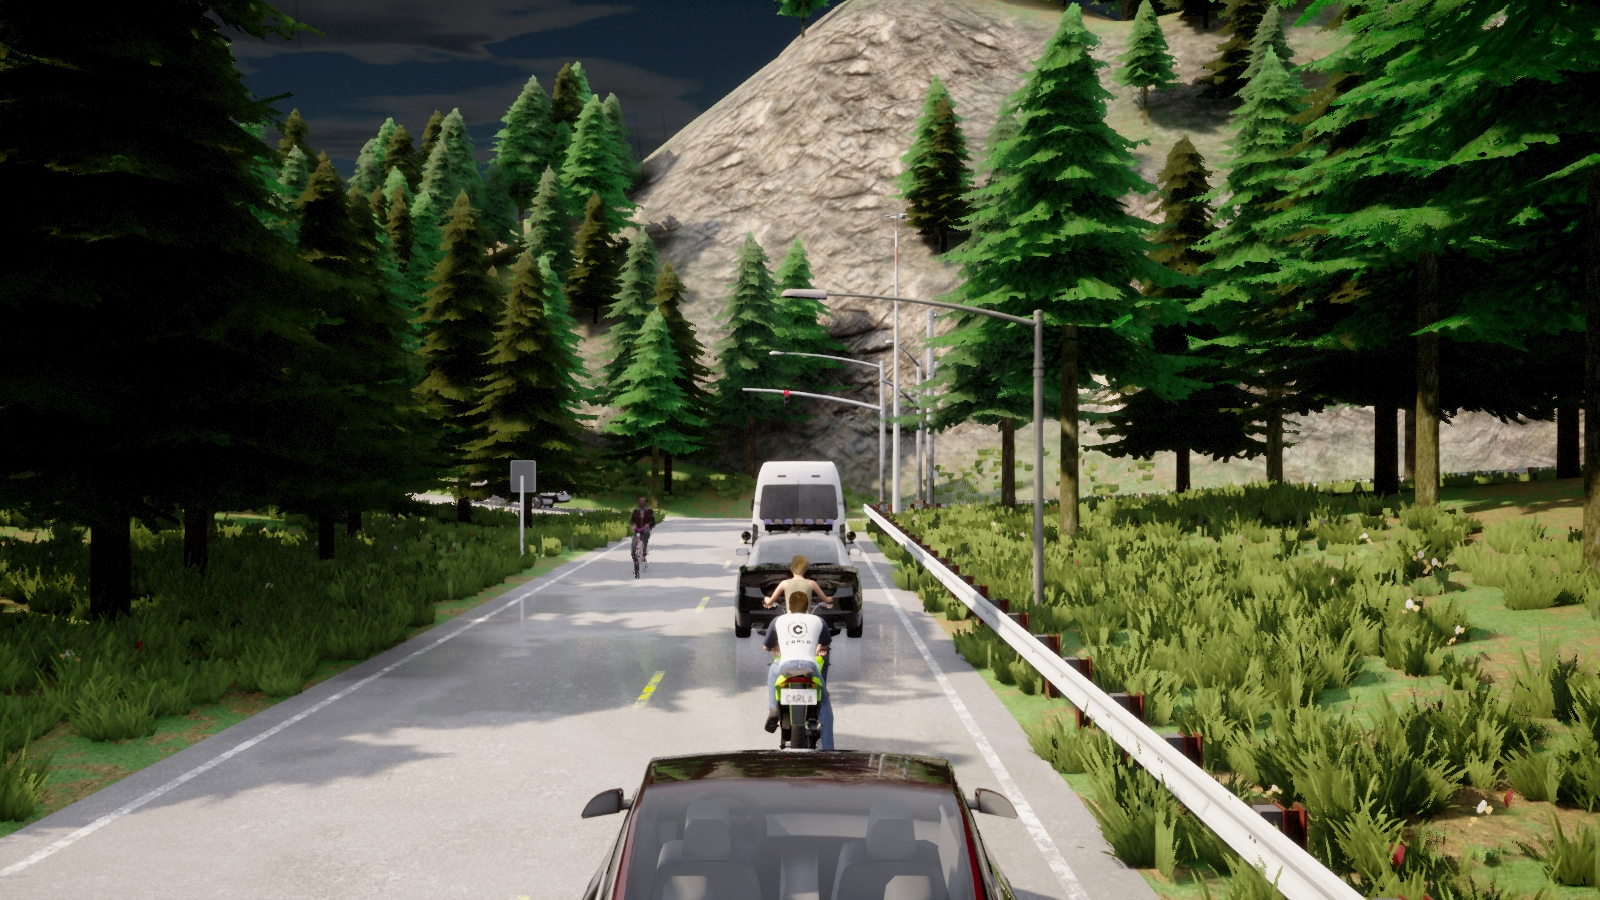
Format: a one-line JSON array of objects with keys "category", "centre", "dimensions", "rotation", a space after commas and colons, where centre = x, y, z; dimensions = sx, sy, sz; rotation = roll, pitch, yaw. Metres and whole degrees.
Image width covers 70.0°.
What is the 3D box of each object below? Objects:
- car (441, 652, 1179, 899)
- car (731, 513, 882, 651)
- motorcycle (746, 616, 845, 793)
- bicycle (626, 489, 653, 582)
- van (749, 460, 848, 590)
[{"category": "car", "centre": [0.027, 2.063, 5.080], "dimensions": [2.163, 1.488, 4.792], "rotation": [0, 0, 0]}, {"category": "car", "centre": [0.090, 1.982, 18.501], "dimensions": [2.097, 1.638, 5.238], "rotation": [0, 0, 0]}, {"category": "motorcycle", "centre": [-0.033, 2.213, 10.287], "dimensions": [0.803, 1.145, 2.033], "rotation": [0, 0, 0]}, {"category": "bicycle", "centre": [-3.512, 1.836, 25.088], "dimensions": [0.329, 1.919, 1.835], "rotation": [0, 0, 0]}, {"category": "van", "centre": [-0.039, 1.534, 25.918], "dimensions": [1.988, 2.561, 5.915], "rotation": [0, 0, 0]}]
